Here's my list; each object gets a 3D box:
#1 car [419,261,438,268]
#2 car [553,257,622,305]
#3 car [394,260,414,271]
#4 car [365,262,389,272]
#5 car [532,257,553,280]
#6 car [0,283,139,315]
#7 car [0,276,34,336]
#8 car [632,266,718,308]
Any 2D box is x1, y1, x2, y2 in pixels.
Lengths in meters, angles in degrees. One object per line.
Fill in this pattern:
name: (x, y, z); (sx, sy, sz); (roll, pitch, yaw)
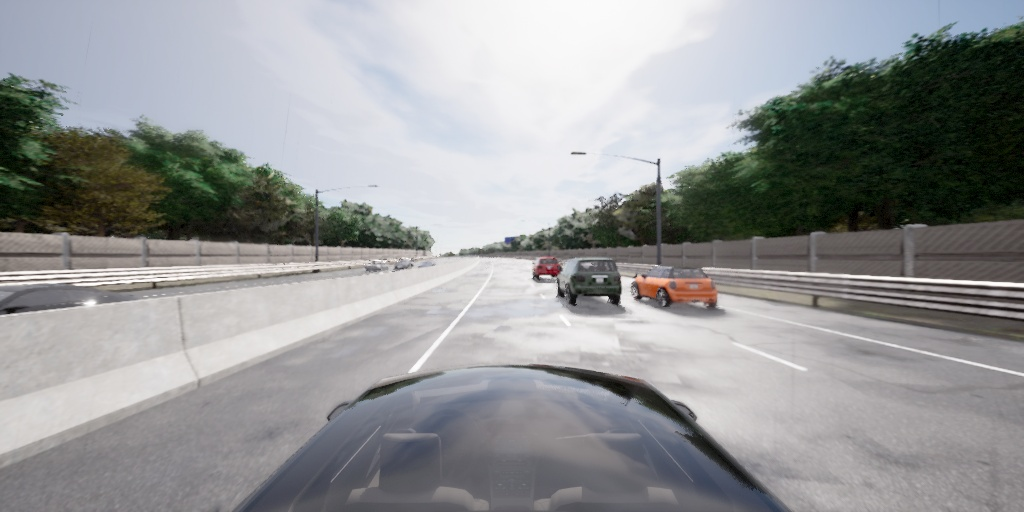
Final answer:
car: (-11.552, 1.376, 49.887); (2.033, 1.411, 5.357); (0, 0, -2)
car: (3.492, 1.090, 17.061); (2.150, 2.045, 5.566); (0, 0, -1)
car: (-15.078, 1.314, 50.329); (2.128, 1.511, 4.902); (0, 0, -2)
car: (-18.534, 1.431, 49.182); (1.895, 1.301, 4.718); (0, 0, -2)
car: (3.162, 1.125, 33.636); (2.150, 2.045, 5.566); (0, 0, -2)
car: (-10.625, 1.339, 7.583); (1.812, 1.442, 4.674); (0, 0, 0)
car: (-14.123, 1.291, 7.387); (1.882, 1.535, 5.008); (0, 0, 0)
car: (6.999, 1.211, 15.971); (2.097, 1.767, 4.553); (0, 0, -1)
